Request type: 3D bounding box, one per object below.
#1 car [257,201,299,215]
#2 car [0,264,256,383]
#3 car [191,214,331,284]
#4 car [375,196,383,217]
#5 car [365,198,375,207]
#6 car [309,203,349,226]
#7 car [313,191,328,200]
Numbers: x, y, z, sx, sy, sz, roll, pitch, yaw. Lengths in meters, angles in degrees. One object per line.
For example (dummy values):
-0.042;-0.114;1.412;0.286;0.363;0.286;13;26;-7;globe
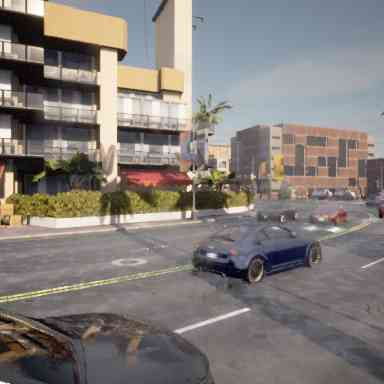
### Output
6.515;1.490;24.963;1.837;1.490;4.892;1;0;37;car
-2.035;1.502;2.035;4.892;1.490;1.837;0;0;-34;car
1.992;1.558;9.634;4.181;1.385;1.994;0;0;-41;car
18.018;1.338;30.055;2.097;1.767;4.553;0;0;27;car
25.824;1.506;46.162;1.812;1.442;4.674;0;0;4;car
9.745;1.514;23.464;1.812;1.442;4.674;0;0;36;car
34.339;1.210;86.109;2.185;1.767;4.553;0;0;-24;car
